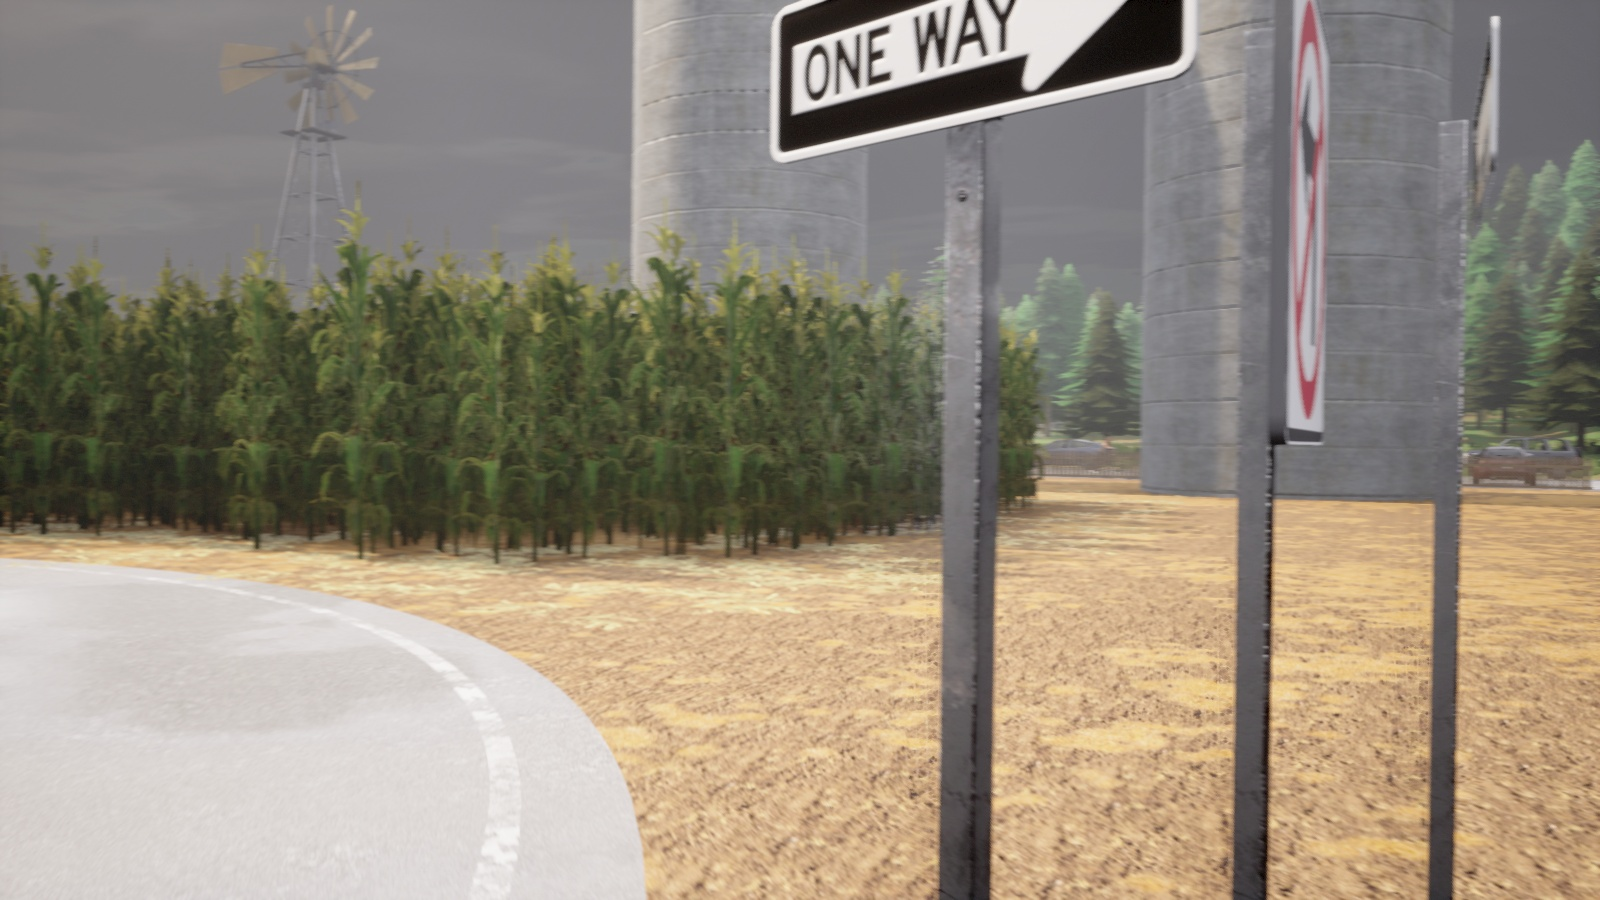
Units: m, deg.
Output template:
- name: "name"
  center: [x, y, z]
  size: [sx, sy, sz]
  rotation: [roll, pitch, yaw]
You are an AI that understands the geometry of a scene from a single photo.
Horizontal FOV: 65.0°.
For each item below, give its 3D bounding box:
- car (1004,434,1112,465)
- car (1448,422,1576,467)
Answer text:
- name: "car"
  center: [12.715, -0.031, 61.906]
  size: [4.792, 1.488, 2.163]
  rotation: [0, 1, 26]
- name: "car"
  center: [30.094, -0.234, 53.252]
  size: [4.605, 1.855, 1.932]
  rotation: [0, 1, 26]
